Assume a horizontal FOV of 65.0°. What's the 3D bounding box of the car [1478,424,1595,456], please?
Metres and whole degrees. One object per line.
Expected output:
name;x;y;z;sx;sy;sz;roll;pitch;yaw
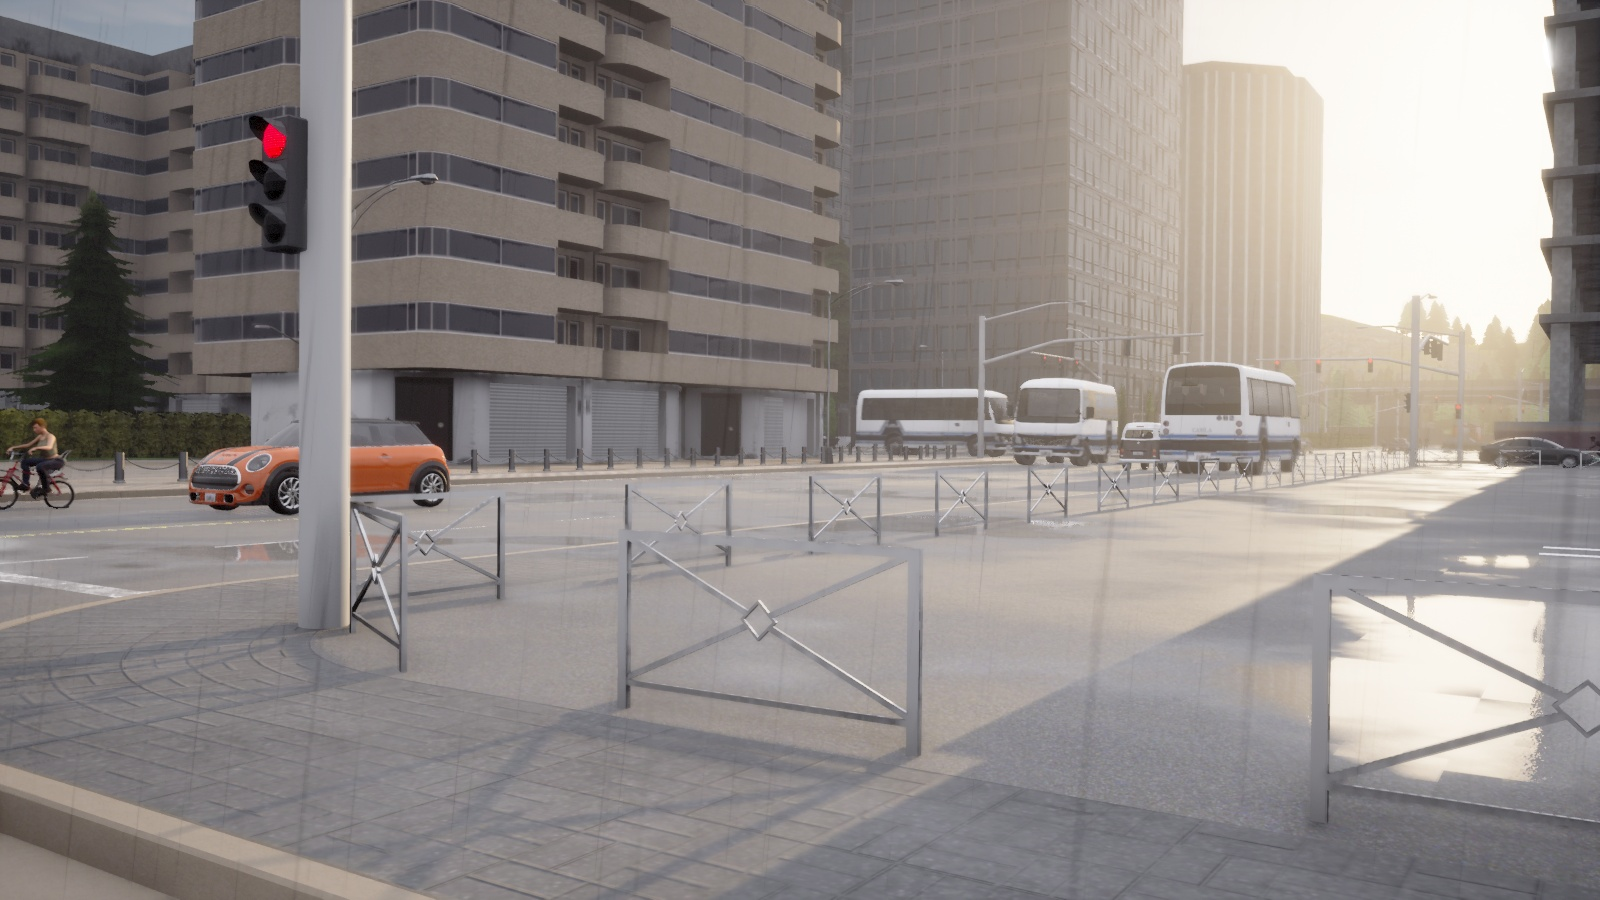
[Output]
car;36.191;-0.490;61.740;4.892;1.490;1.837;0;1;33

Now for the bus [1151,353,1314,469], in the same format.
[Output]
bus;17.821;-1.504;51.114;3.944;4.253;10.273;0;1;33

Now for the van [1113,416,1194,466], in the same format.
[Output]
van;15.001;-0.407;53.198;2.069;2.038;4.480;0;1;33

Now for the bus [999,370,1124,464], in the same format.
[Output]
bus;13.246;-1.624;62.641;3.944;4.253;10.273;1;1;24

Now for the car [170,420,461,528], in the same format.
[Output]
car;-8.683;0.356;22.910;2.097;1.767;4.553;0;1;33

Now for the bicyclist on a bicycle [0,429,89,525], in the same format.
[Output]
bicyclist on a bicycle;-13.463;0.486;21.944;0.866;1.612;1.509;0;-3;33

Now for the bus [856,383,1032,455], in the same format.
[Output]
bus;8.972;-1.857;78.737;10.273;4.253;3.944;0;1;33
